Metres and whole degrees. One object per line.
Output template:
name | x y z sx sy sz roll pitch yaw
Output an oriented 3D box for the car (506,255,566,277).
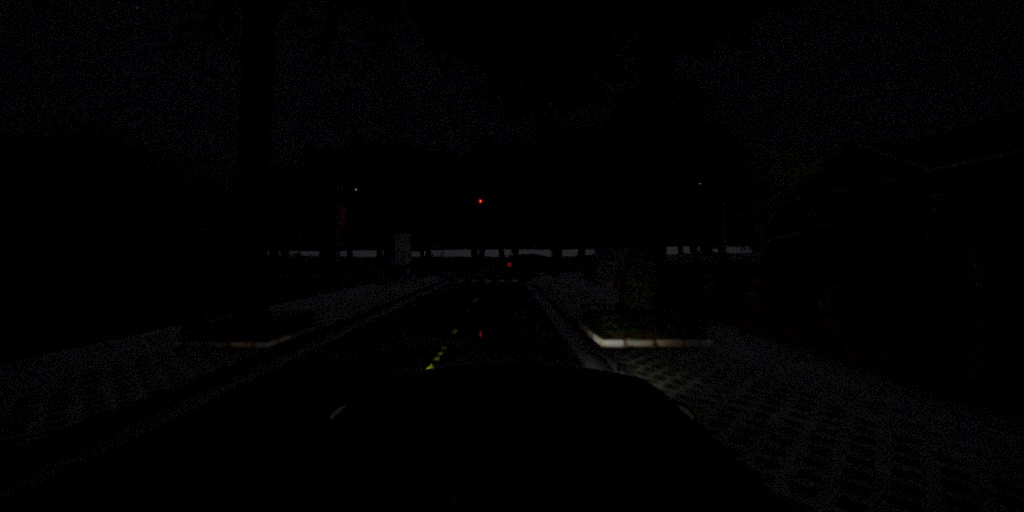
car | 2.194 0.874 33.656 5.566 2.045 2.150 -2 -1 -1
